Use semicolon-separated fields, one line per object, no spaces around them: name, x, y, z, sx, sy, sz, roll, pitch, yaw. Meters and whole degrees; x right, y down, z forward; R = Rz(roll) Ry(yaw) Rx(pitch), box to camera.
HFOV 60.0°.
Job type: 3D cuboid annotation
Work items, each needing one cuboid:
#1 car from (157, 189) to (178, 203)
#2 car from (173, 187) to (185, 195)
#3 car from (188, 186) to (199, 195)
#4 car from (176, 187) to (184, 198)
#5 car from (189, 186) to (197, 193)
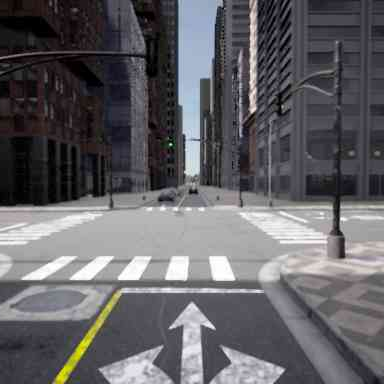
car;-2.962;0.616;39.118;1.895;1.301;4.718;0;1;0
car;-2.710;-0.240;70.255;2.128;1.511;4.902;0;1;0
car;0.271;-0.186;66.638;1.882;1.535;5.008;0;1;0
car;-2.843;0.182;55.148;1.994;1.385;4.181;0;1;1
car;0.325;-0.584;77.058;1.837;1.490;4.892;0;1;0
